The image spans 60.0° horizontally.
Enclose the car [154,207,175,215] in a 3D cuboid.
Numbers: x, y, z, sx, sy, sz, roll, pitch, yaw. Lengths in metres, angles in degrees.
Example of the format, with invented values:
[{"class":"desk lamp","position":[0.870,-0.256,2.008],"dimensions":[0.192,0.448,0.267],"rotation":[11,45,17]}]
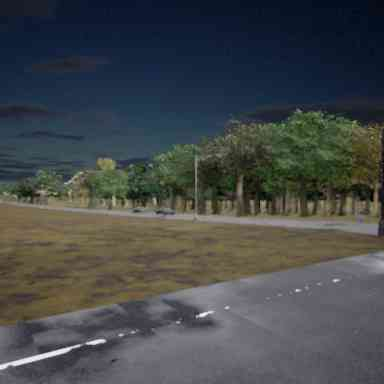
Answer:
[{"class":"car","position":[-5.093,3.538,61.350],"dimensions":[2.033,1.411,5.357],"rotation":[1,-2,-33]}]

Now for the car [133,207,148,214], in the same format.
[{"class":"car","position":[-10.887,3.821,70.024],"dimensions":[2.128,1.511,4.902],"rotation":[1,-2,-33]}]

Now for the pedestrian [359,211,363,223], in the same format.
[{"class":"pedestrian","position":[17.364,2.468,34.164],"dimensions":[0.375,1.300,0.375],"rotation":[-1,1,-33]}]
